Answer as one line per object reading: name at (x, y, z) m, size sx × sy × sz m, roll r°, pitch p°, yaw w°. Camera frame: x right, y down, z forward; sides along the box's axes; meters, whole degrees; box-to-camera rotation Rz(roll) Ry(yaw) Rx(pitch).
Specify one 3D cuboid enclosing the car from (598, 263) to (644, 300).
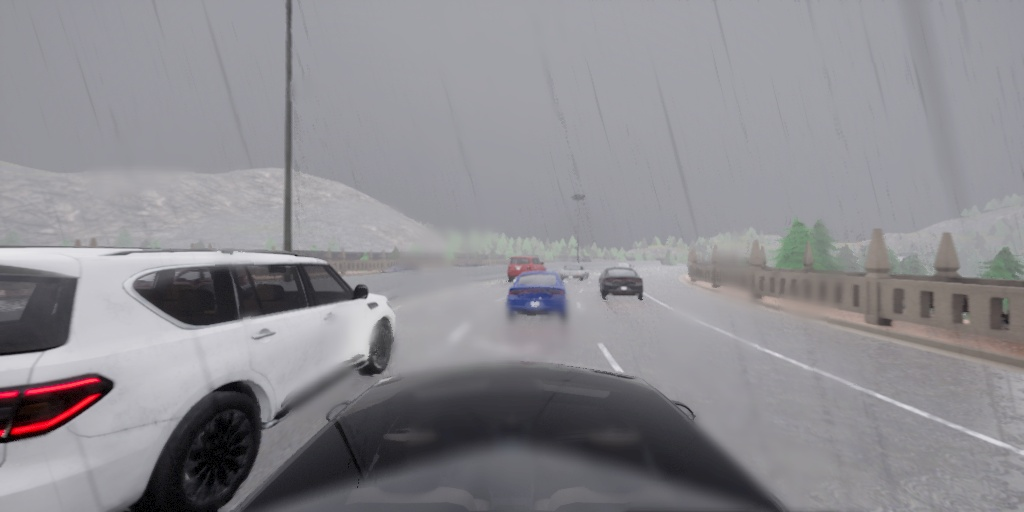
car at (5.510, 1.309, 18.510) m, size 1.882 × 1.535 × 5.008 m, roll 0°, pitch 0°, yaw 11°

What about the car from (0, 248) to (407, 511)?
car at (-3.268, 0.964, 4.338) m, size 2.150 × 2.045 × 5.566 m, roll 0°, pitch 0°, yaw 1°

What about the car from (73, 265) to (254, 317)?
car at (-13.113, 1.202, 14.101) m, size 1.882 × 1.535 × 5.008 m, roll 0°, pitch 0°, yaw 8°

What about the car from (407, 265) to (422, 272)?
car at (-7.616, 1.334, 24.848) m, size 2.033 × 1.411 × 5.357 m, roll 0°, pitch 0°, yaw 14°

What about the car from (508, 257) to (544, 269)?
car at (1.313, 1.068, 29.944) m, size 2.150 × 2.045 × 5.566 m, roll 0°, pitch 0°, yaw 18°

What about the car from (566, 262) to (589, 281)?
car at (5.675, 1.475, 31.875) m, size 1.895 × 1.301 × 4.718 m, roll 0°, pitch 0°, yaw 20°

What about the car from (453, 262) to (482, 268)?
car at (-6.063, 1.473, 49.115) m, size 1.895 × 1.301 × 4.718 m, roll 0°, pitch 0°, yaw 27°

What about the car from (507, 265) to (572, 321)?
car at (1.002, 1.268, 12.861) m, size 1.882 × 1.535 × 5.008 m, roll 0°, pitch 0°, yaw 7°

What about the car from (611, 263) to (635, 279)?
car at (11.466, 1.444, 36.732) m, size 1.812 × 1.442 × 4.674 m, roll 0°, pitch 0°, yaw 24°
